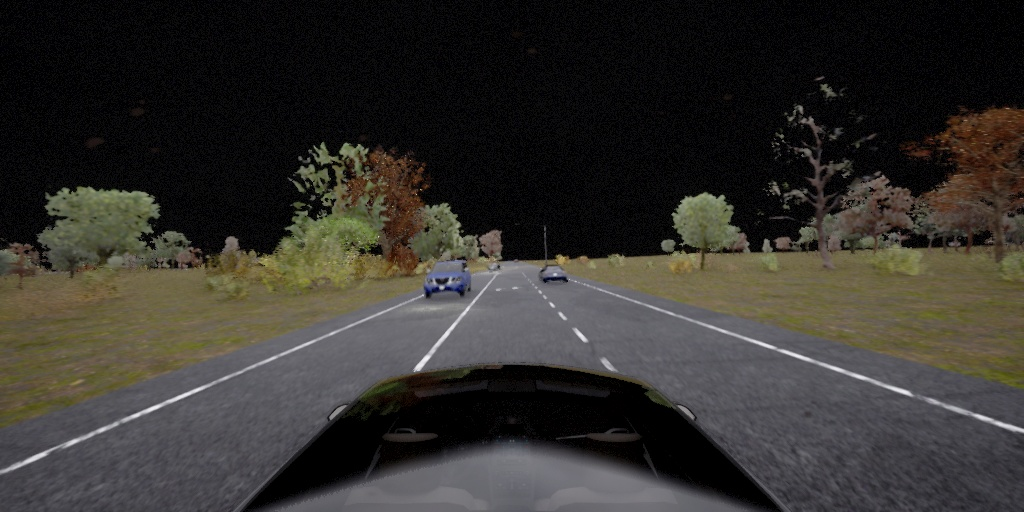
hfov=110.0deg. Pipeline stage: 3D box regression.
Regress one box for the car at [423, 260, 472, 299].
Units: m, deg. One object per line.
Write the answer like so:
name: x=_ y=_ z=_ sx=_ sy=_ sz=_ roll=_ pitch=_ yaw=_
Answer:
car: x=-3.645 y=1.286 z=21.254 sx=2.150 sy=2.045 sz=5.566 roll=-2 pitch=0 yaw=0

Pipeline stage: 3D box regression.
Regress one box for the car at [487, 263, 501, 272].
car: x=-2.961 y=1.884 z=59.958 sx=2.128 sy=1.511 sz=4.902 roll=-2 pitch=0 yaw=6

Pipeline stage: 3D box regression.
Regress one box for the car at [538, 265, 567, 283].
car: x=3.310 y=1.426 z=29.614 sx=1.994 sy=1.385 sz=4.181 roll=-2 pitch=0 yaw=0
